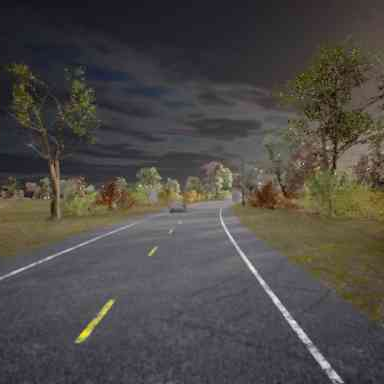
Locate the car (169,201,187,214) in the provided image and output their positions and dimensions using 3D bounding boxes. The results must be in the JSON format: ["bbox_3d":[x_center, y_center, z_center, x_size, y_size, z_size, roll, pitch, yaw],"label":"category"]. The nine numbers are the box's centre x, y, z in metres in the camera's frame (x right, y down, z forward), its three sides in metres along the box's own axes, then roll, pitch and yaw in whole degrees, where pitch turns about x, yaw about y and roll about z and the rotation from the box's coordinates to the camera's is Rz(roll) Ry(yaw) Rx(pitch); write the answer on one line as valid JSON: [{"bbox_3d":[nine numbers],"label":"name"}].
[{"bbox_3d":[-1.733,1.922,42.369,1.837,1.490,4.892,0,-1,5],"label":"car"}]
